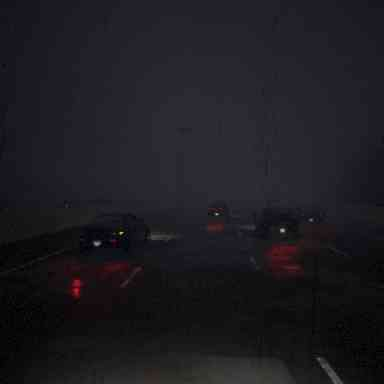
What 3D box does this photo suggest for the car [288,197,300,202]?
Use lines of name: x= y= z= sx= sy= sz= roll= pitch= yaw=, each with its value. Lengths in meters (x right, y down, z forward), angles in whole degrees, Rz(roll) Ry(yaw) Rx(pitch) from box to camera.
car: x=19.195 y=1.648 z=62.693 sx=1.882 sy=1.535 sz=5.008 roll=0 pitch=0 yaw=23

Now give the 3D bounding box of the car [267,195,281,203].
car: x=15.714 y=1.496 z=63.288 sx=2.097 sy=1.767 sz=4.553 roll=1 pitch=0 yaw=22

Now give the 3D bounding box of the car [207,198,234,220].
car: x=2.406 y=1.532 z=28.993 sx=1.837 sy=1.490 sz=4.892 roll=0 pitch=0 yaw=10

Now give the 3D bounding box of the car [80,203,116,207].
car: x=-10.288 y=1.422 z=37.728 sx=2.128 sy=1.511 sz=4.902 roll=0 pitch=0 yaw=12

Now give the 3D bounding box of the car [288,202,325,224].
car: x=8.678 y=1.677 z=25.374 sx=1.895 sy=1.301 sz=4.718 roll=0 pitch=0 yaw=9

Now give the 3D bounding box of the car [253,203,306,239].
car: x=4.443 y=1.545 z=17.785 sx=1.837 sy=1.490 sz=4.892 roll=0 pitch=0 yaw=6

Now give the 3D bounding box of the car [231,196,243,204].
car: x=8.533 y=1.591 z=64.261 sx=1.837 sy=1.490 sz=4.892 roll=0 pitch=-1 yaw=22

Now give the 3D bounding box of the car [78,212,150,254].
car: x=-2.957 y=1.507 z=13.253 sx=1.812 sy=1.442 sz=4.674 roll=0 pitch=0 yaw=4

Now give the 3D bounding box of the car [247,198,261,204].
car: x=11.954 y=1.715 z=63.999 sx=1.895 sy=1.301 sz=4.718 roll=0 pitch=0 yaw=22
